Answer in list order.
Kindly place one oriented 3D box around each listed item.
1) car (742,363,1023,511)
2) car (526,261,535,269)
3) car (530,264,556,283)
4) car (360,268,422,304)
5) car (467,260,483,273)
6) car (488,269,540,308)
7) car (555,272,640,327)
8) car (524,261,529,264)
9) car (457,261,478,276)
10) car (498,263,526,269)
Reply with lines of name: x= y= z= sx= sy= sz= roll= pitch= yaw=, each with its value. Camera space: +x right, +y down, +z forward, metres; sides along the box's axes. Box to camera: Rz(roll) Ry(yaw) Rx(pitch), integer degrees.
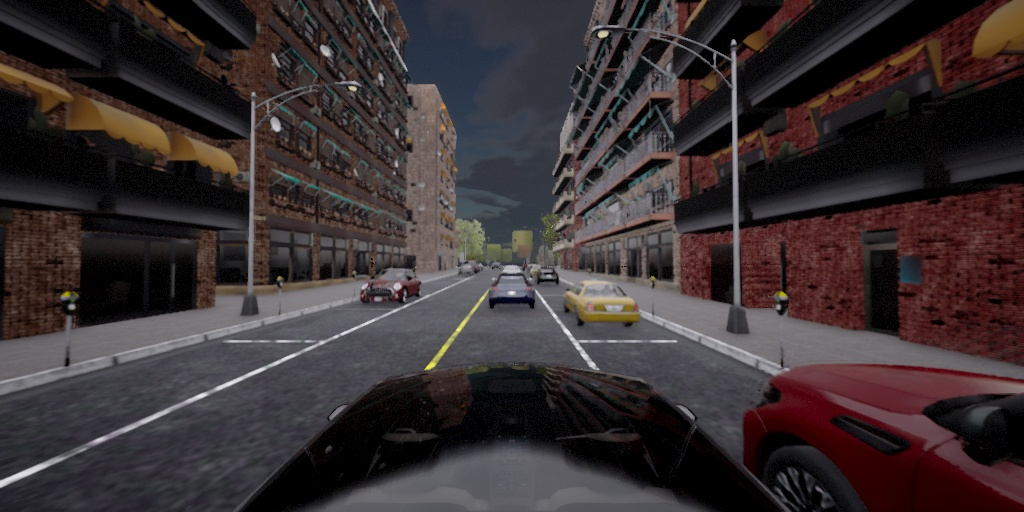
car: x=2.692 y=1.053 z=0.518 sx=2.192 sy=1.841 sz=5.009 roll=0 pitch=0 yaw=0
car: x=2.833 y=1.632 z=39.662 sx=1.751 sy=1.417 sz=4.829 roll=0 pitch=0 yaw=0
car: x=2.767 y=1.572 z=28.998 sx=1.948 sy=1.339 sz=4.313 roll=0 pitch=0 yaw=0
car: x=-5.706 y=1.336 z=17.255 sx=1.967 sy=1.591 sz=4.097 roll=0 pitch=0 yaw=0
car: x=-5.813 y=1.528 z=50.662 sx=2.192 sy=1.841 sz=5.009 roll=0 pitch=0 yaw=0
car: x=0.004 y=1.450 z=16.145 sx=1.994 sy=1.385 sz=4.181 roll=0 pitch=0 yaw=0
car: x=2.701 y=1.368 z=11.824 sx=1.751 sy=1.417 sz=4.829 roll=0 pitch=0 yaw=0
car: x=2.835 y=1.763 z=50.629 sx=2.007 sy=1.370 sz=4.403 roll=0 pitch=0 yaw=0
car: x=-5.813 y=1.710 z=45.095 sx=2.007 sy=1.370 sz=4.403 roll=0 pitch=0 yaw=0
car: x=0.007 y=1.554 z=31.242 sx=1.812 sy=1.442 sz=4.674 roll=0 pitch=0 yaw=0
